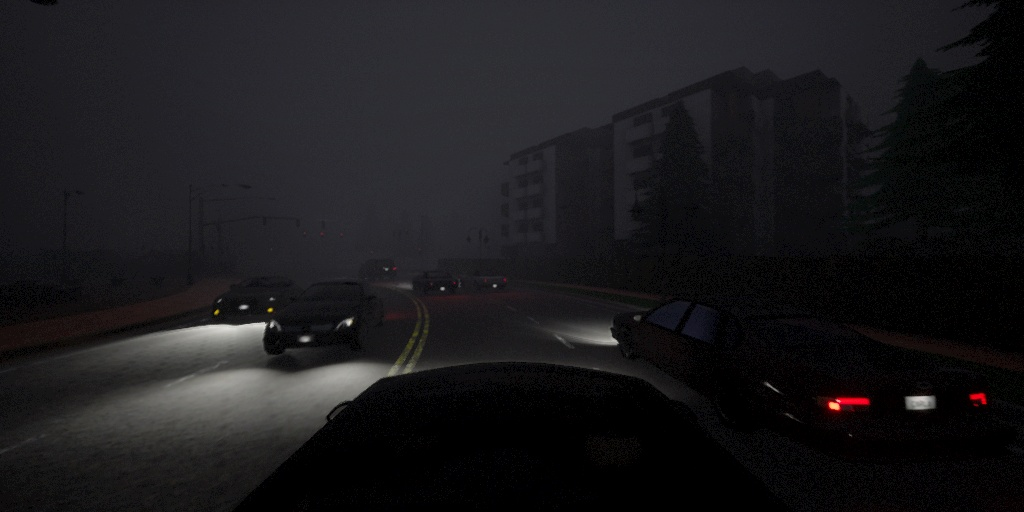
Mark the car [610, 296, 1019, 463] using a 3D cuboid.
[{"bbox_3d":[3.297,1.332,5.585,2.033,1.411,5.357,0,-1,-5],"label":"car"}]

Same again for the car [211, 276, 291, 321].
[{"bbox_3d":[-9.023,1.434,13.131,1.994,1.385,4.181,0,-1,-18],"label":"car"}]

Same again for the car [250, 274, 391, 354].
[{"bbox_3d":[-4.454,1.353,9.223,1.812,1.442,4.674,0,-1,-11],"label":"car"}]

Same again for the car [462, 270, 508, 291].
[{"bbox_3d":[-2.074,1.572,24.268,1.895,1.301,4.718,0,-1,-27],"label":"car"}]

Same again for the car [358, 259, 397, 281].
[{"bbox_3d":[-12.679,1.295,33.702,2.150,2.045,5.566,0,-1,-38],"label":"car"}]

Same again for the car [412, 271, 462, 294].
[{"bbox_3d":[-4.830,1.553,21.977,1.895,1.301,4.718,0,-1,-26],"label":"car"}]
